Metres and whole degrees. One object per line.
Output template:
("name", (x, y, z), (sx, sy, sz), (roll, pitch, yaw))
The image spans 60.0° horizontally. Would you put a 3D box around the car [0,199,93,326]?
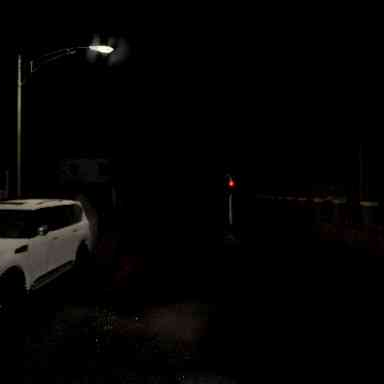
("car", (-4.011, 1.213, 7.408), (2.150, 2.045, 5.566), (0, 0, 3))
